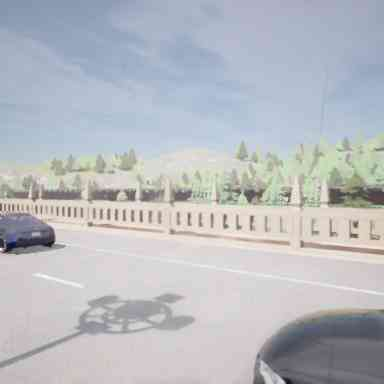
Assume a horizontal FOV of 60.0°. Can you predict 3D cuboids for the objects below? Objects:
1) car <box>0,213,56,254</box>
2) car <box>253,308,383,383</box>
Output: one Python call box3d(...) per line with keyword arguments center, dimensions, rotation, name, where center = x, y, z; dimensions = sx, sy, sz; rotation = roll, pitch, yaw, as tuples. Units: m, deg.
box3d(center=(-7.465, 1.547, 13.620), dimensions=(4.181, 1.385, 1.994), rotation=(0, 0, 36), name="car")
box3d(center=(2.757, 1.493, 2.023), dimensions=(4.902, 1.511, 2.128), rotation=(0, 0, 36), name="car")
